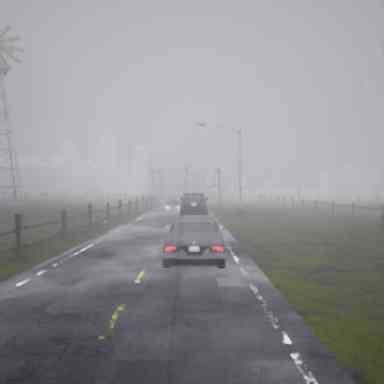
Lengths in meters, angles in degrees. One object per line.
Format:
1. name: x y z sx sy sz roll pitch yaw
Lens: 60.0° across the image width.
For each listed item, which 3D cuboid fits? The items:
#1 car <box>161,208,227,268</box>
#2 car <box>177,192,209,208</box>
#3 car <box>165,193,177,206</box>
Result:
1. car: 0.082 1.468 10.925 2.033 1.411 5.357 0 0 1
2. car: 0.173 1.029 26.967 2.150 2.045 5.566 0 1 1
3. car: -2.554 1.019 46.947 2.097 1.767 4.553 0 0 1
